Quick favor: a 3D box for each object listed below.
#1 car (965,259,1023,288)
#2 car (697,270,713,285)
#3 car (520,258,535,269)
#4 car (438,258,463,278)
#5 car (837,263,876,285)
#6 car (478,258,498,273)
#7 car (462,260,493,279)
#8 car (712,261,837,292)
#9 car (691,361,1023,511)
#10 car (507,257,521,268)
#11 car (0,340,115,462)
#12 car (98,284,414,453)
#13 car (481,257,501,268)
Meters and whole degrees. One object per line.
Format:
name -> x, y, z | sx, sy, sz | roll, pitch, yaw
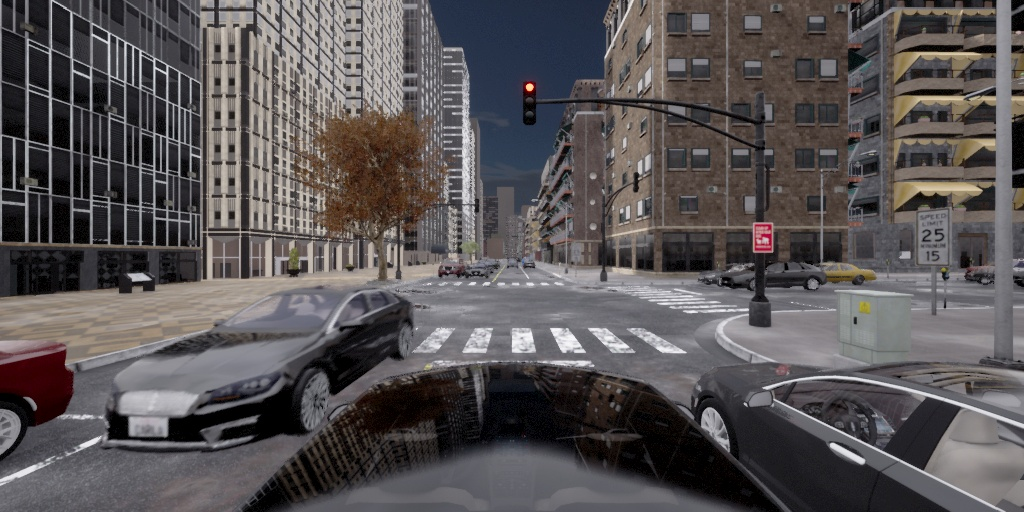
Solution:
car -> 27.667, 0.896, 18.962 | 5.357, 1.411, 2.033 | -1, 0, 0
car -> 13.441, 1.095, 21.415 | 4.403, 1.370, 2.007 | 0, 0, -1
car -> 2.706, 1.348, 56.481 | 1.948, 1.339, 4.313 | 0, 0, 0
car -> -5.682, 1.078, 34.393 | 2.192, 1.841, 5.009 | 0, 0, 0
car -> 18.838, 0.992, 21.468 | 4.829, 1.417, 1.751 | 0, 0, -1
car -> -3.088, 1.317, 42.259 | 2.033, 1.411, 5.357 | 0, 0, 0
car -> -3.082, 1.326, 32.874 | 1.994, 1.385, 4.181 | 0, 0, 1
car -> 13.650, 1.044, 18.837 | 4.892, 1.490, 1.837 | -2, 0, 0
car -> 2.689, 1.300, 2.002 | 2.007, 1.370, 4.403 | 0, 0, 0
car -> 0.127, 1.334, 60.048 | 2.033, 1.411, 5.357 | 0, 0, 1
car -> -5.691, 1.295, 2.005 | 1.888, 1.381, 4.507 | 0, 0, 0
car -> -3.041, 1.242, 5.594 | 2.128, 1.511, 4.902 | 0, 0, 4
car -> -3.074, 1.130, 52.408 | 2.097, 1.767, 4.553 | 0, 0, 0
